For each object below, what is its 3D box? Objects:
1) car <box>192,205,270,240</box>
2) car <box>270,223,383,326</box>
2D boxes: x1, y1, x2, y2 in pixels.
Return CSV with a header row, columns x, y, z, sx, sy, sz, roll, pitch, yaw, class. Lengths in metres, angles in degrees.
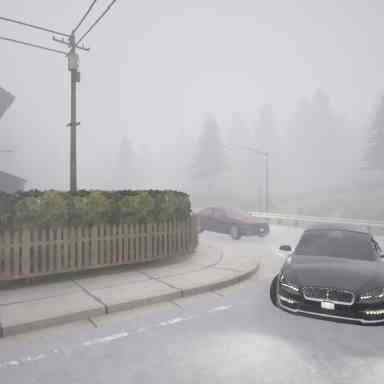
x,y,z,sx,sy,sz,roll,pitch,yaw,class
1.882,1.478,17.452,1.882,1.535,5.008,0,0,-33,car
3.182,1.505,7.316,1.837,1.490,4.892,0,0,27,car
